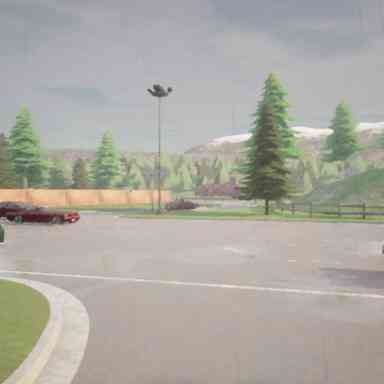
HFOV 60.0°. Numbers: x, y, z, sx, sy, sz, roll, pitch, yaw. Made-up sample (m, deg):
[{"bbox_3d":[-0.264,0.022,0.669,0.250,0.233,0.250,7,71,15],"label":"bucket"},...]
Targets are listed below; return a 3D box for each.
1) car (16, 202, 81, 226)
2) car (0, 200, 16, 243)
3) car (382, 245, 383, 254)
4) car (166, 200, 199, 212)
[{"bbox_3d":[-10.192,1.604,23.033,4.718,1.301,1.895,0,0,13],"label":"car"},{"bbox_3d":[-9.703,1.217,12.131,5.566,2.045,2.150,0,0,13],"label":"car"},{"bbox_3d":[7.504,1.626,8.074,4.718,1.301,1.895,0,0,13],"label":"car"},{"bbox_3d":[-1.126,1.607,40.333,4.181,1.385,1.994,0,0,-39],"label":"car"}]
